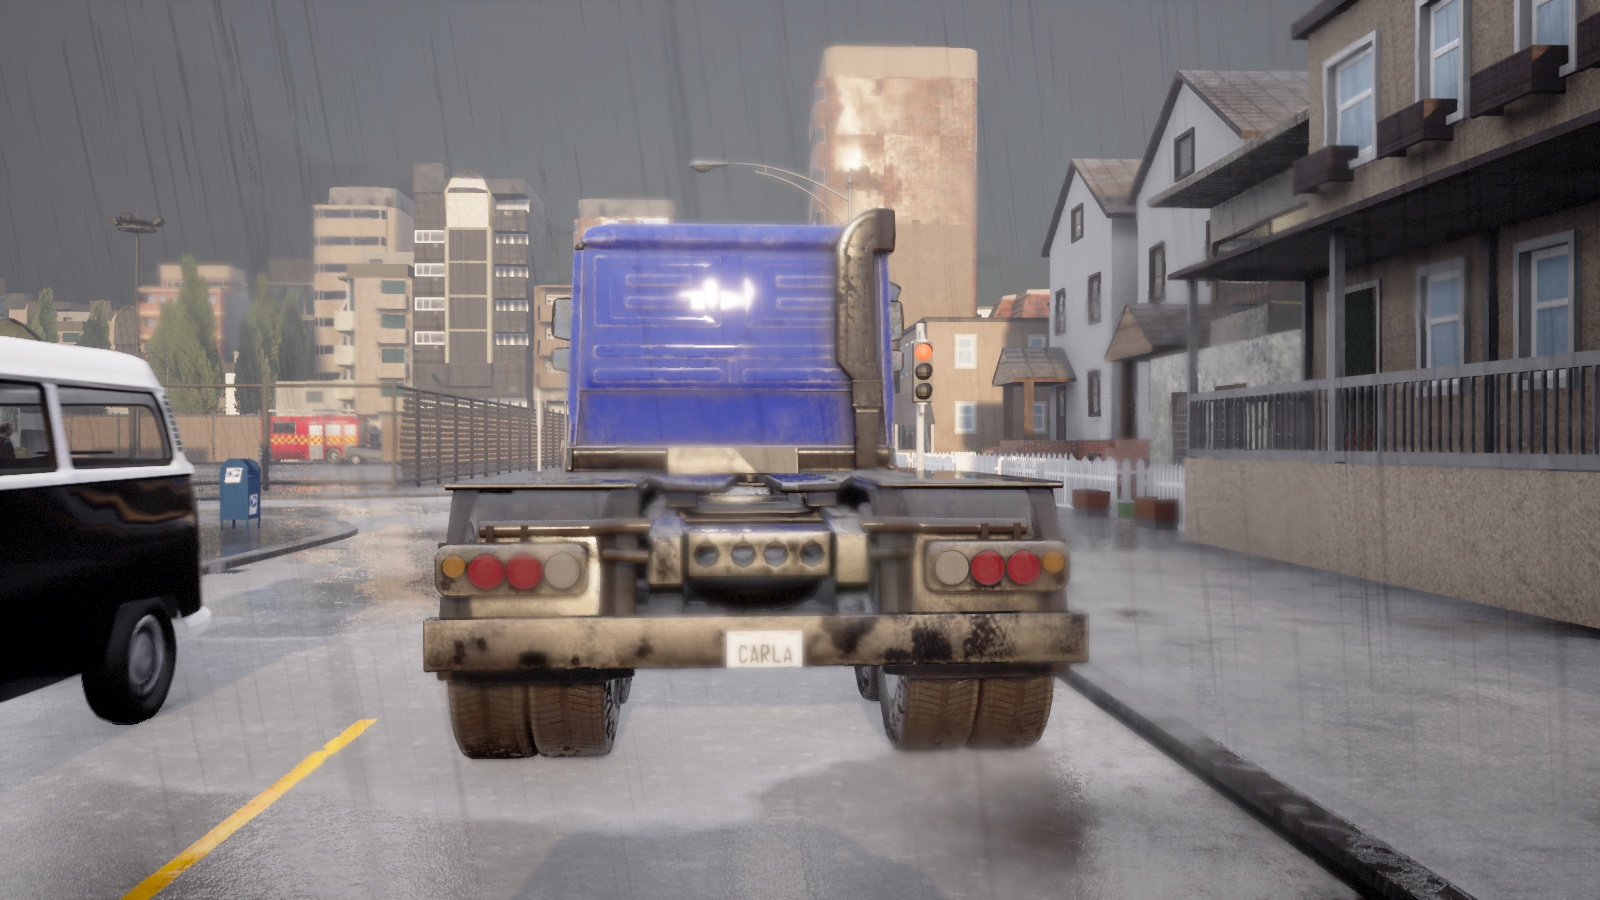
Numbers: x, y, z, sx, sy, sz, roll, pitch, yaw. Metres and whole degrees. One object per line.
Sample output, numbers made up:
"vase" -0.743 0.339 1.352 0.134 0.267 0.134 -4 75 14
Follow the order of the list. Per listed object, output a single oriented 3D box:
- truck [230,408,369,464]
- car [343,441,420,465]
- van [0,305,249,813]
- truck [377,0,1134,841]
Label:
"truck" -34.798 -0.940 87.533 8.468 3.827 2.891 0 0 -3
"car" -27.921 0.197 83.916 4.514 1.525 2.007 0 0 -3
"van" -4.262 0.436 5.335 2.069 2.038 4.480 0 0 -3
"truck" -0.432 -0.285 8.765 2.891 3.462 7.936 0 0 -4
